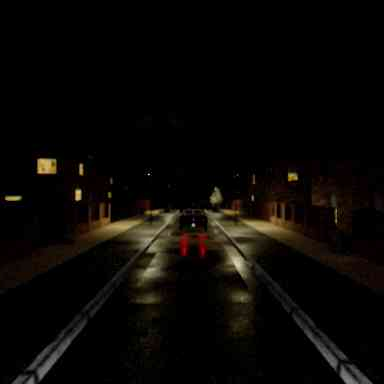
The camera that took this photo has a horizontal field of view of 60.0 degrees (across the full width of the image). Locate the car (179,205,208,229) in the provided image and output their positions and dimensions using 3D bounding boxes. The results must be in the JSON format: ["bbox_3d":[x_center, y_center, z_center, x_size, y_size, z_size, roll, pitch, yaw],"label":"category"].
[{"bbox_3d":[0.096,1.851,23.473,1.895,1.301,4.718,0,-1,0],"label":"car"}]

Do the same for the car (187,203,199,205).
[{"bbox_3d":[0.100,2.050,40.553,1.895,1.301,4.718,0,-1,0],"label":"car"}]
